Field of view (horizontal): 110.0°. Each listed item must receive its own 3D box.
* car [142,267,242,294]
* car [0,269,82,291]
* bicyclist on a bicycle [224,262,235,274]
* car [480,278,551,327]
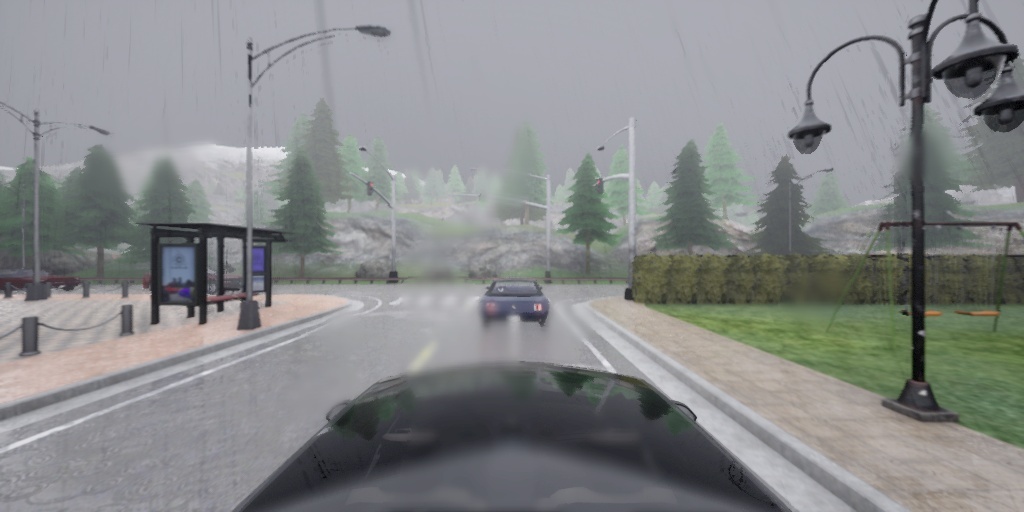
[{"bbox_3d":[-17.782,1.278,20.259,5.008,1.535,1.882,0,0,0],"label":"car"},{"bbox_3d":[-27.668,1.401,20.342,4.718,1.301,1.895,0,0,1],"label":"car"},{"bbox_3d":[-21.647,1.267,27.385,0.582,1.620,1.656,0,0,0],"label":"bicyclist on a bicycle"},{"bbox_3d":[0.088,1.369,11.572,1.895,1.301,4.718,0,0,0],"label":"car"}]
